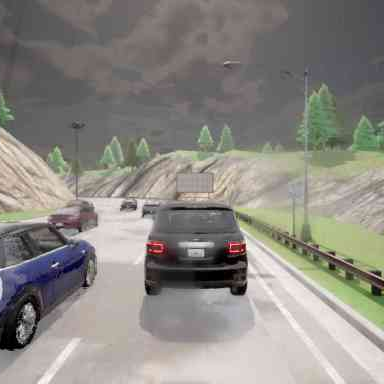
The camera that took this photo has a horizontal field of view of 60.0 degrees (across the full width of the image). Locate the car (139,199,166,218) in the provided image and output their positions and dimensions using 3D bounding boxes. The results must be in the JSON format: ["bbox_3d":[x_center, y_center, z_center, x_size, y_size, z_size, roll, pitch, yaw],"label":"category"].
[{"bbox_3d":[-3.577,1.492,31.160,2.128,1.511,4.902,0,0,-2],"label":"car"}]

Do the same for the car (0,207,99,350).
[{"bbox_3d":[-3.407,1.353,6.385,2.097,1.767,4.553,0,0,0],"label":"car"}]

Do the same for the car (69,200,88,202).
[{"bbox_3d":[-10.574,1.503,31.240,1.837,1.490,4.892,0,0,-2],"label":"car"}]

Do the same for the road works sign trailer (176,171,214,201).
[{"bbox_3d":[0.189,0.464,21.556,2.380,3.560,2.880,0,0,0],"label":"road works sign trailer"}]

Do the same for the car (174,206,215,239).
[{"bbox_3d":[0.113,1.559,18.060,1.994,1.385,4.181,0,0,0],"label":"car"}]

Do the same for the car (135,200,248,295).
[{"bbox_3d":[0.088,1.221,8.833,2.150,2.045,5.566,0,0,0],"label":"car"}]

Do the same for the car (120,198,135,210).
[{"bbox_3d":[-7.850,1.526,41.717,1.812,1.442,4.674,0,0,-7],"label":"car"}]

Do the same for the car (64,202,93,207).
[{"bbox_3d":[-6.922,1.525,19.651,1.812,1.442,4.674,0,0,0],"label":"car"}]
